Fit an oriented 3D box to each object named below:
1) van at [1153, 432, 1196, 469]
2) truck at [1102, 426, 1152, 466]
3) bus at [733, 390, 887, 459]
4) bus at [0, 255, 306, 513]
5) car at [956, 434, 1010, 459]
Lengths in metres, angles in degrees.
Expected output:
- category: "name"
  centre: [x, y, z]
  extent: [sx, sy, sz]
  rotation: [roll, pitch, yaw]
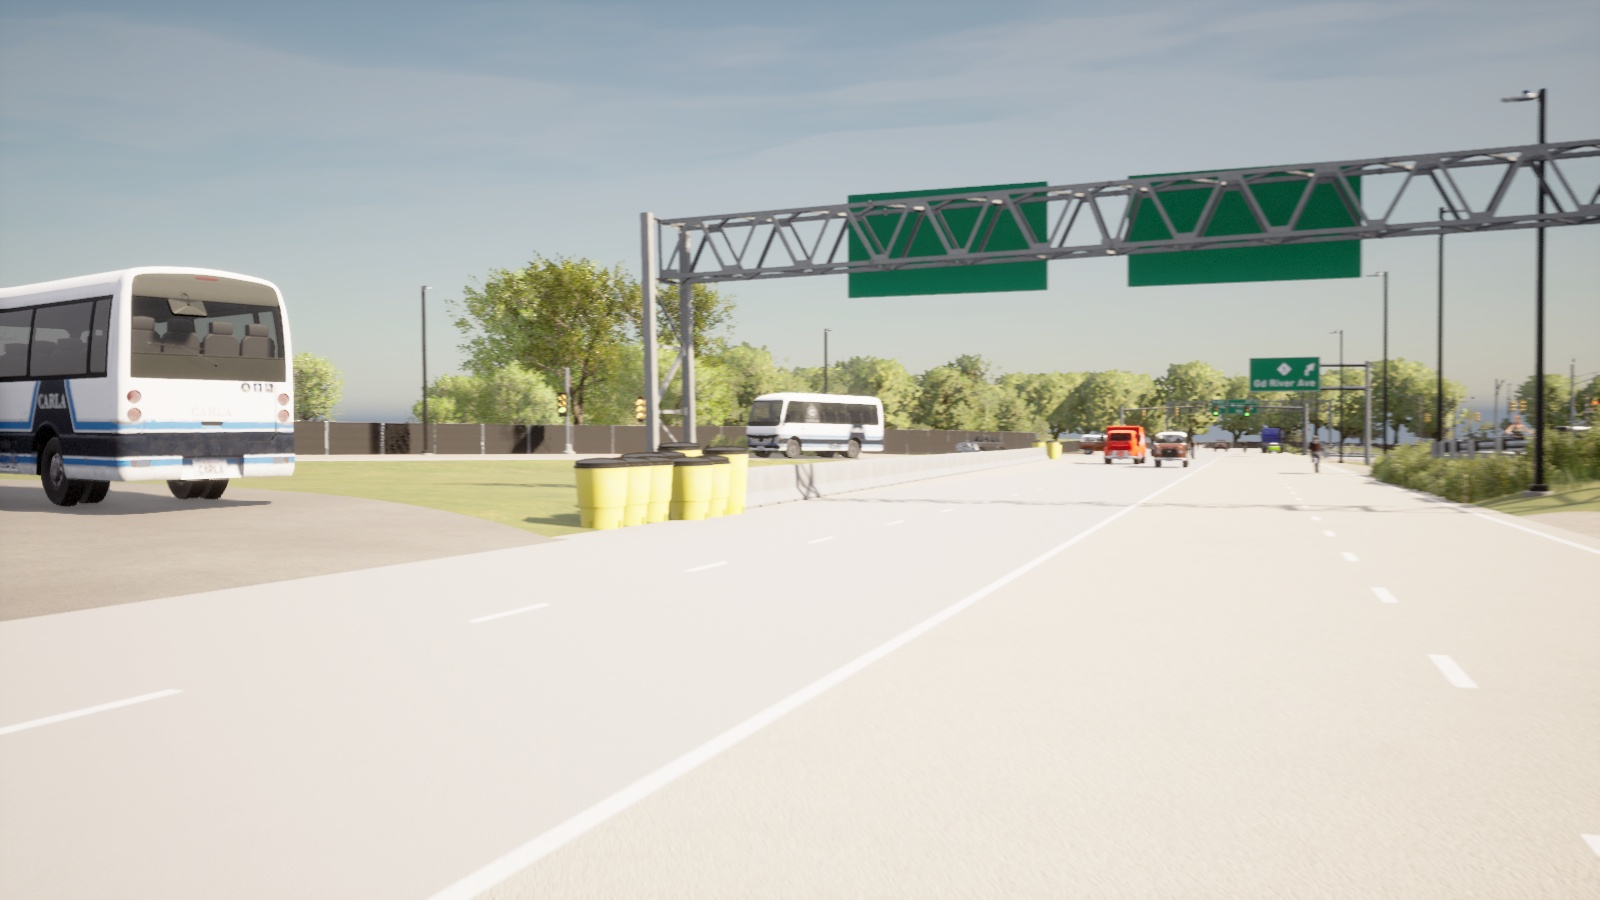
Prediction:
- category: "van"
  centre: [21.180, 0.012, 70.839]
  extent: [2.069, 2.038, 4.480]
  rotation: [0, 0, 20]
- category: "truck"
  centre: [21.110, -0.279, 80.940]
  extent: [2.627, 2.467, 5.204]
  rotation: [0, 0, 20]
- category: "bus"
  centre: [0.797, -1.558, 82.315]
  extent: [10.273, 4.253, 3.944]
  rotation: [0, 1, -44]
- category: "bus"
  centre: [-14.614, -1.184, 25.390]
  extent: [10.273, 4.253, 3.944]
  rotation: [1, 1, 38]
- category: "car"
  centre: [14.052, -0.272, 96.240]
  extent: [1.932, 1.855, 4.605]
  rotation: [1, 1, 41]
